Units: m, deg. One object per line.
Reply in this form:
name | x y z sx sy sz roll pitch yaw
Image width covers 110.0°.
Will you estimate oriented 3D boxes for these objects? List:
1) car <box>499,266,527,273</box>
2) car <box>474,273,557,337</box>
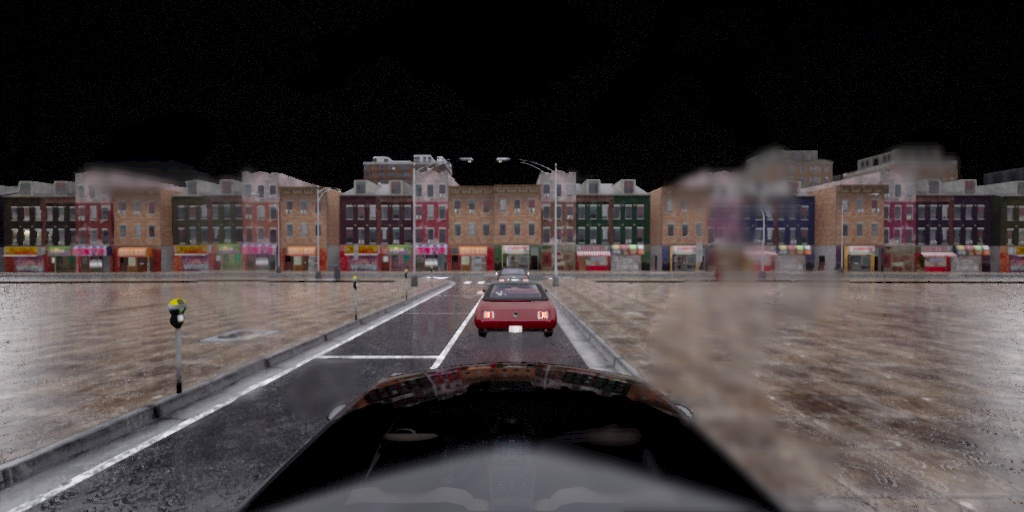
car | 0.039 1.286 20.527 2.033 1.411 5.357 0 0 -1
car | 0.086 1.345 10.231 1.895 1.301 4.718 0 0 0
